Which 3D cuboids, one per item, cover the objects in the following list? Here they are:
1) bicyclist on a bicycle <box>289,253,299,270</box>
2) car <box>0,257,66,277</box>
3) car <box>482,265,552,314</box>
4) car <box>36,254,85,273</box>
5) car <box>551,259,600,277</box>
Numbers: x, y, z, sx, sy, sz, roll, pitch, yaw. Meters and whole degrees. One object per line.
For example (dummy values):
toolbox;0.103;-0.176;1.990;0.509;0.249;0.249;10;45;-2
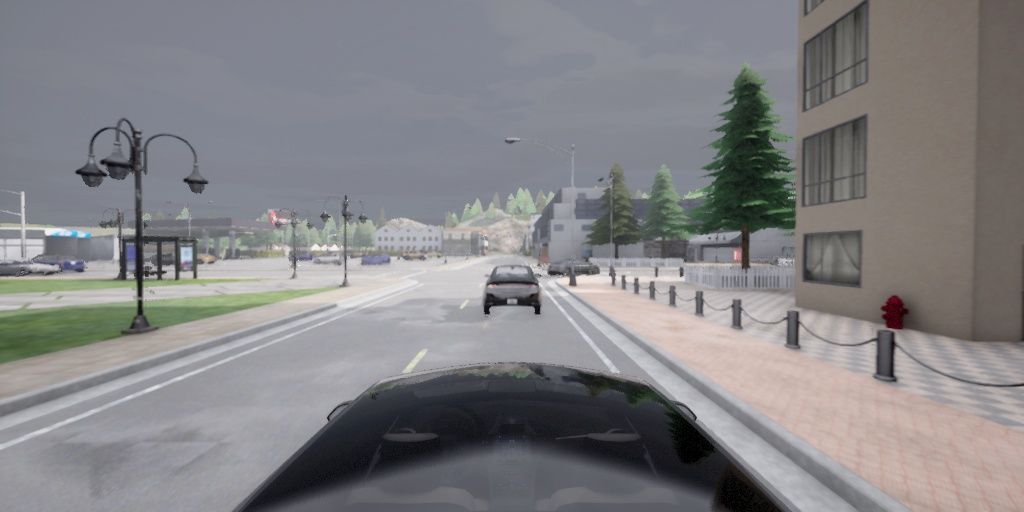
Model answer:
bicyclist on a bicycle;-22.021;0.541;36.167;0.582;1.620;1.656;0;1;-1
car;-39.232;0.961;28.490;4.718;1.301;1.895;0;1;0
car;0.014;1.072;12.803;2.128;1.511;4.902;0;1;0
car;-41.332;0.658;32.021;4.553;1.767;2.097;0;1;0
car;4.916;0.910;28.320;4.181;1.385;1.994;0;1;-28
